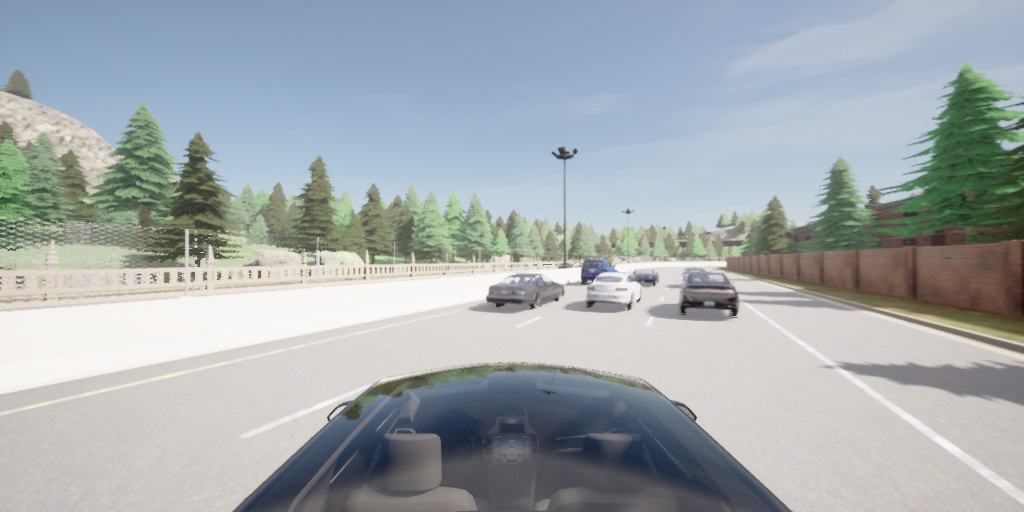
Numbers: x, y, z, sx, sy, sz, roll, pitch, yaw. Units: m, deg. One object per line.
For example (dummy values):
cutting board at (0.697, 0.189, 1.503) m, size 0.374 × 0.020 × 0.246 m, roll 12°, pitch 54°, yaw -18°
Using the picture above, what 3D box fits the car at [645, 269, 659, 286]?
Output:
car at (10.707, 1.658, 28.788) m, size 1.895 × 1.301 × 4.718 m, roll 0°, pitch -1°, yaw 26°

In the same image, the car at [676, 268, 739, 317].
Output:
car at (7.539, 1.379, 13.971) m, size 2.128 × 1.511 × 4.902 m, roll 0°, pitch -1°, yaw 26°

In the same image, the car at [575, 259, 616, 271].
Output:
car at (7.242, 1.296, 29.674) m, size 2.150 × 2.045 × 5.566 m, roll 0°, pitch 0°, yaw 26°

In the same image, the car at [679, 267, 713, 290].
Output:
car at (13.551, 1.576, 26.636) m, size 2.033 × 1.411 × 5.357 m, roll 0°, pitch -1°, yaw 26°

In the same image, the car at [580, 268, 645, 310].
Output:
car at (4.551, 1.437, 15.827) m, size 1.812 × 1.442 × 4.674 m, roll 0°, pitch -1°, yaw 26°

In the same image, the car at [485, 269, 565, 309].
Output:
car at (0.786, 1.466, 16.089) m, size 2.033 × 1.411 × 5.357 m, roll 0°, pitch -1°, yaw 26°
